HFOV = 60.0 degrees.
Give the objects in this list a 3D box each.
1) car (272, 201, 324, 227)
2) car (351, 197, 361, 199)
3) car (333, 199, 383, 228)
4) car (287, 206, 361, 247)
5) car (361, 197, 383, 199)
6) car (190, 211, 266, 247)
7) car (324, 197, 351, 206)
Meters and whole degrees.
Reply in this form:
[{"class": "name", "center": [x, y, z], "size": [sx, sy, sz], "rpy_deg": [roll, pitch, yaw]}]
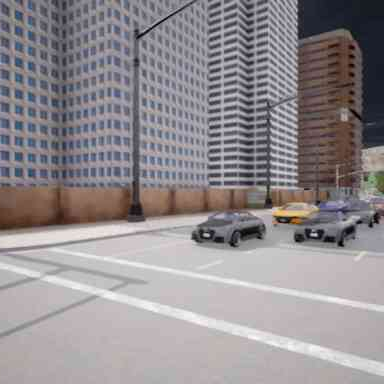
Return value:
[{"class": "car", "center": [7.020, 1.472, 22.348], "size": [1.882, 1.535, 5.008], "rpy_deg": [0, 0, 36]}, {"class": "car", "center": [18.539, 1.346, 38.109], "size": [2.097, 1.767, 4.553], "rpy_deg": [0, 0, 36]}, {"class": "car", "center": [11.351, 1.489, 22.350], "size": [2.128, 1.511, 4.902], "rpy_deg": [0, 0, 36]}, {"class": "car", "center": [6.146, 1.561, 15.195], "size": [1.994, 1.385, 4.181], "rpy_deg": [0, 0, 36]}, {"class": "car", "center": [17.130, 1.349, 30.267], "size": [2.097, 1.767, 4.553], "rpy_deg": [0, 0, 36]}, {"class": "car", "center": [1.743, 1.558, 15.071], "size": [1.994, 1.385, 4.181], "rpy_deg": [0, 0, 36]}, {"class": "car", "center": [12.640, 1.472, 30.057], "size": [1.882, 1.535, 5.008], "rpy_deg": [0, 0, 36]}]
